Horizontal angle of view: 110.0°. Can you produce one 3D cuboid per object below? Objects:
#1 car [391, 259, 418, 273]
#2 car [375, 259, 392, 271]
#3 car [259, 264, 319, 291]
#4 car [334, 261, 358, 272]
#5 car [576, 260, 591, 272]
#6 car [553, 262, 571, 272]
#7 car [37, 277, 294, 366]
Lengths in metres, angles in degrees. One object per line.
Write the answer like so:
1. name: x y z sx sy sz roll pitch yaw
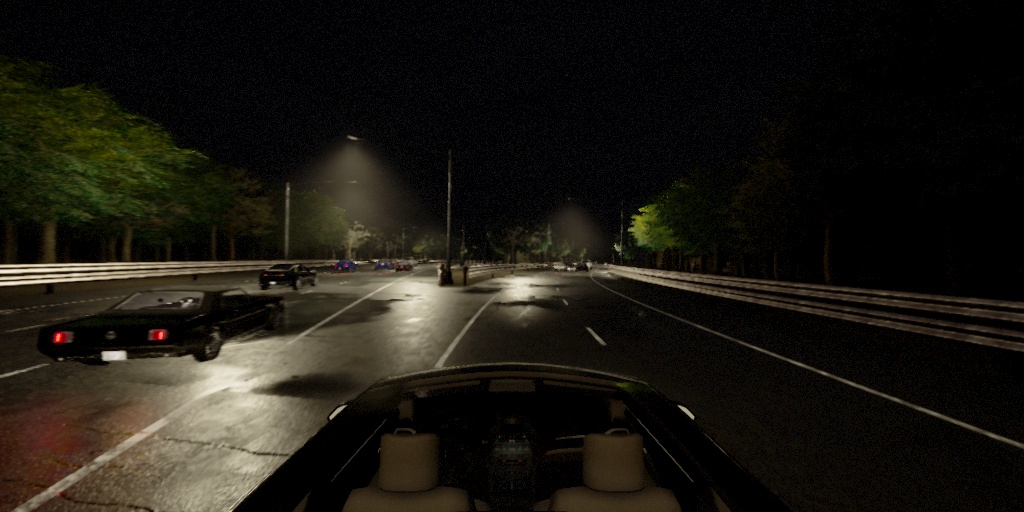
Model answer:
1. car: -14.163 1.437 47.479 2.033 1.411 5.357 1 0 -8
2. car: -18.121 1.206 51.532 2.097 1.767 4.553 1 0 -7
3. car: -13.149 1.206 21.395 1.837 1.490 4.892 1 -1 -11
4. car: -20.803 1.282 44.960 1.812 1.442 4.674 1 0 -8
5. car: 11.705 1.886 59.808 1.882 1.535 5.008 1 -1 15
6. car: 8.225 1.963 60.345 1.895 1.301 4.718 1 -1 15
7. car: -6.744 1.296 7.806 1.895 1.301 4.718 1 -1 -13
